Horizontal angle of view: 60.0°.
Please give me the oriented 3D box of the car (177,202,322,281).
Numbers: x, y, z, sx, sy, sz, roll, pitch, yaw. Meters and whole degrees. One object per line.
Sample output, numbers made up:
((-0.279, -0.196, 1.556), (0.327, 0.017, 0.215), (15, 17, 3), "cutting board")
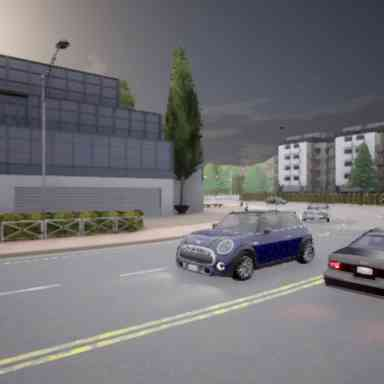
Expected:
((1.719, 1.352, 10.021), (4.553, 1.767, 2.097), (0, 0, -41), "car")

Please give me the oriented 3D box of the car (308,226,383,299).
((5.170, 1.548, 8.011), (5.357, 1.411, 2.033), (0, 0, -42), "car")

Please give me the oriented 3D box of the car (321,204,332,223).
((9.879, 1.602, 26.035), (1.895, 1.301, 4.718), (0, 0, 24), "car")

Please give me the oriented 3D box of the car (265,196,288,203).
((14.458, 1.495, 57.095), (2.128, 1.511, 4.902), (0, 0, -19), "car")
